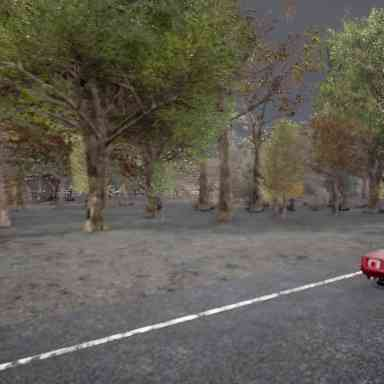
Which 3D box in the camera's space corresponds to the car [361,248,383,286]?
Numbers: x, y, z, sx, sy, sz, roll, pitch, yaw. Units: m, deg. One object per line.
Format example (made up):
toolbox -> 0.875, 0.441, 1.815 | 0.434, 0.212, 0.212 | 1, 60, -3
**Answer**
car -> 6.251, 1.645, 8.225 | 4.718, 1.301, 1.895 | 0, 0, -36
